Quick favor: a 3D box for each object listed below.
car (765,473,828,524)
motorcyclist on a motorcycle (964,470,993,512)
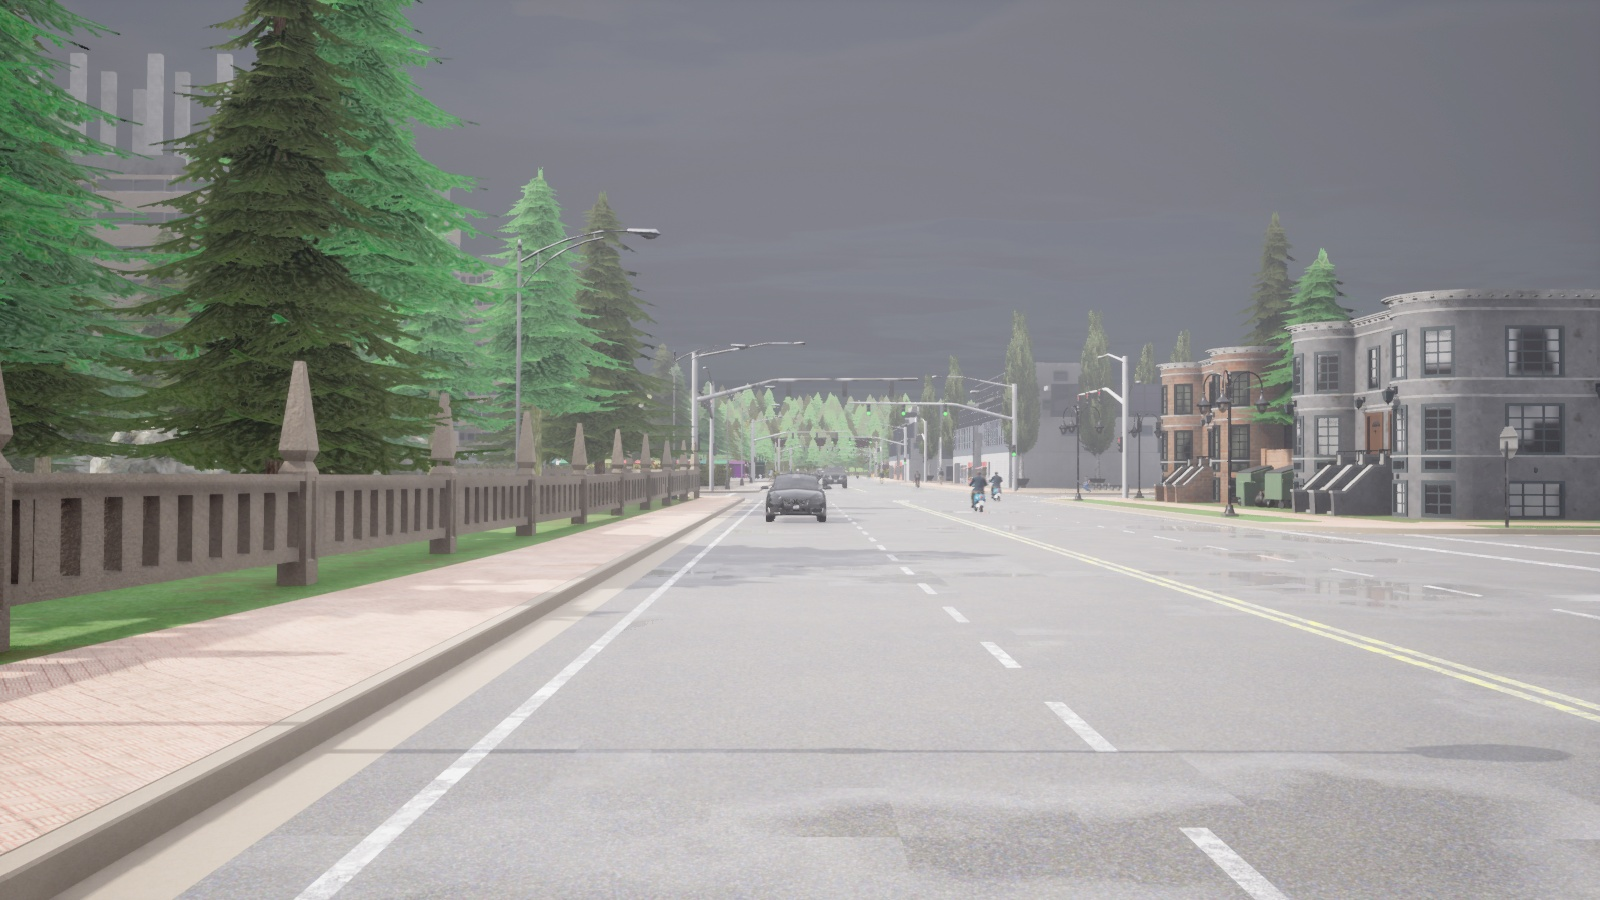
[{"bbox_3d":[-0.110,1.481,39.453,1.837,1.490,4.892,0,-1,0],"label":"car"},{"bbox_3d":[6.865,1.550,48.350,0.866,1.590,1.817,0,-1,0],"label":"motorcyclist on a motorcycle"}]
